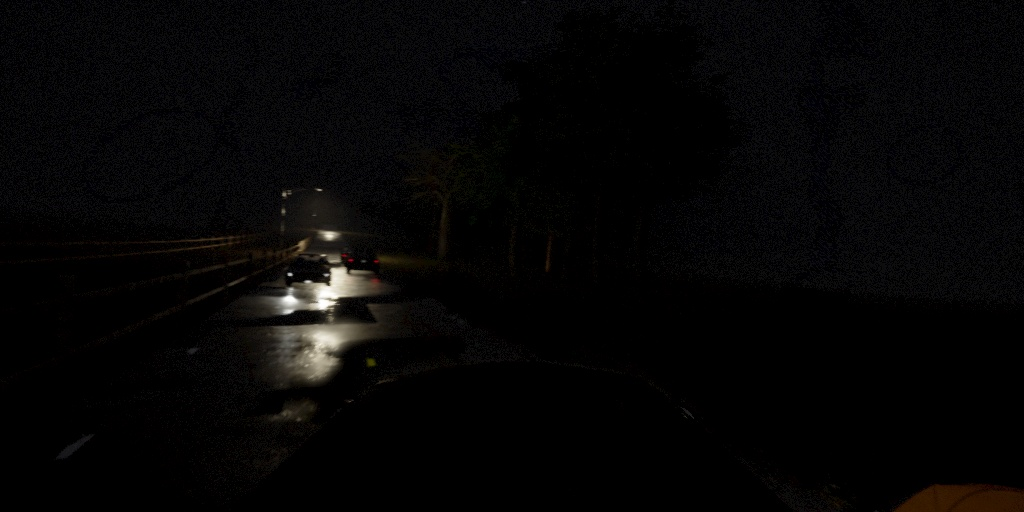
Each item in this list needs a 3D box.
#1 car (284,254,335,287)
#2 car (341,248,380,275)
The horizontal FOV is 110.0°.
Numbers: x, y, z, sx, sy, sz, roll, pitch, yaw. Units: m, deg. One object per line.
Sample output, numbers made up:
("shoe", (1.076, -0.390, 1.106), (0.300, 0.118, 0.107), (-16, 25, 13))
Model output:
("car", (-9.727, 0.601, 17.397), (2.033, 1.411, 5.357), (3, 0, -27))
("car", (-10.664, 0.266, 25.375), (2.097, 1.767, 4.553), (4, 1, -27))
